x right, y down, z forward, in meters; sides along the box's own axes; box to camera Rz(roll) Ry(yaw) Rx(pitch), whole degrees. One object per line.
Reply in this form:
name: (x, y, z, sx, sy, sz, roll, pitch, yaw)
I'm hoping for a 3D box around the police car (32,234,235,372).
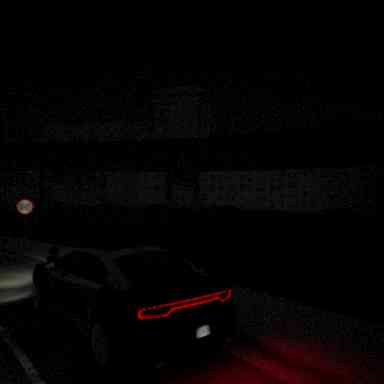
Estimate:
police car: (-1.518, 1.634, 6.266, 1.930, 1.638, 5.238, 2, -3, -40)
